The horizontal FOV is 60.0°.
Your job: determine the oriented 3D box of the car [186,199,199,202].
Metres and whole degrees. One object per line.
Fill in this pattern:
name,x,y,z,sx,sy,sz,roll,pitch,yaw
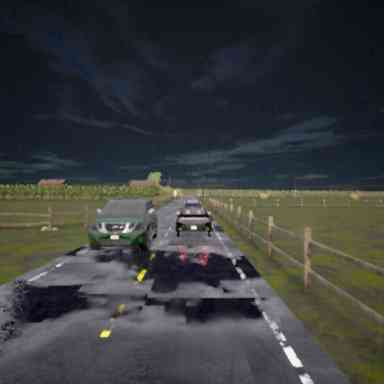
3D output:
car,0.091,1.565,38.898,1.882,1.535,5.008,0,0,0

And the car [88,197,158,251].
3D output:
car,-2.753,1.257,14.585,2.150,2.045,5.566,0,0,0

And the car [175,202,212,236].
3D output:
car,0.092,1.535,18.686,2.128,1.511,4.902,0,0,0
